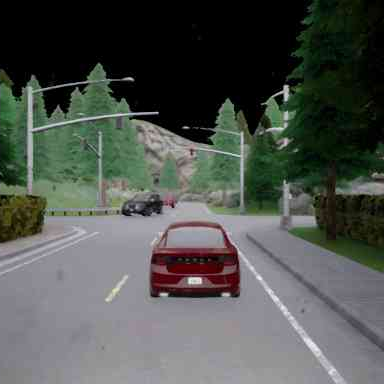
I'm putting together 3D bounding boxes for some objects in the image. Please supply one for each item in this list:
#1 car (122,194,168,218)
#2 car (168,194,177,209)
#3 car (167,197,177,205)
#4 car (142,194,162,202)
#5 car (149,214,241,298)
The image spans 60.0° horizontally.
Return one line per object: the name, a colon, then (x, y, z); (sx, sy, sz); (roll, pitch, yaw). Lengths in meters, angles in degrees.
car: (-4.415, 1.216, 31.016); (2.150, 2.045, 5.566); (1, 0, 15)
car: (-3.543, 1.226, 46.456); (2.150, 2.045, 5.566); (0, -1, 0)
car: (-3.708, 1.601, 61.369); (1.895, 1.301, 4.718); (0, 0, -5)
car: (-9.499, 1.355, 78.900); (4.553, 1.767, 2.097); (0, 0, 32)
car: (0.074, 1.478, 8.578); (1.882, 1.535, 5.008); (0, 0, 0)
